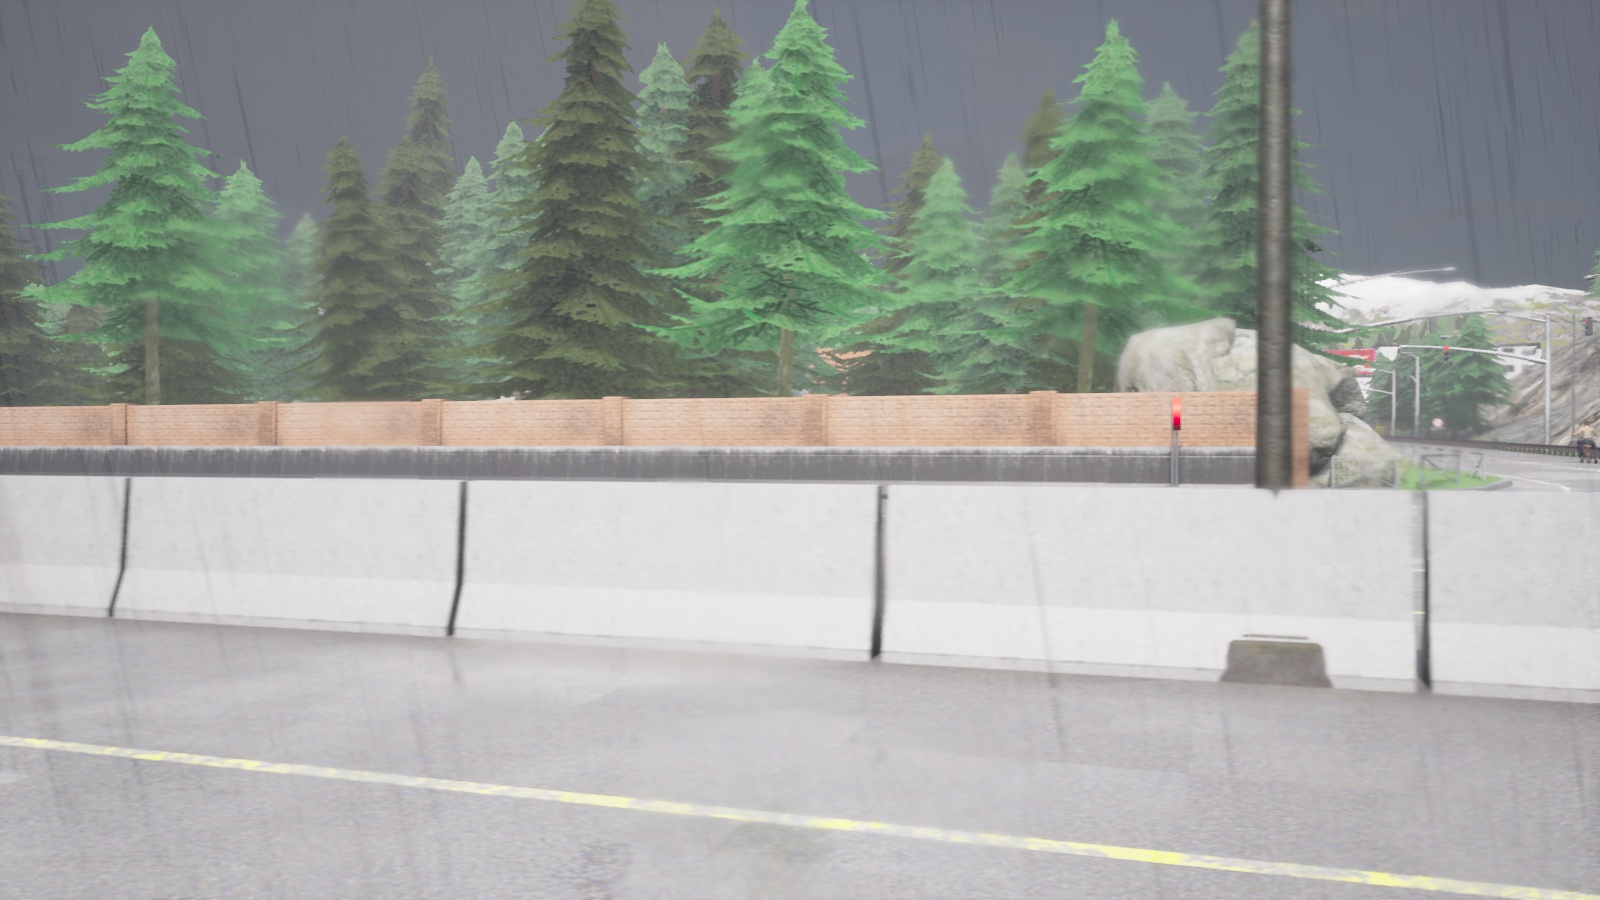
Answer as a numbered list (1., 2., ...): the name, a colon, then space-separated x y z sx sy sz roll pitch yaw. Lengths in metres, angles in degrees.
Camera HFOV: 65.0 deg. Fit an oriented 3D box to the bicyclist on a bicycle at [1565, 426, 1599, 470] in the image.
1. bicyclist on a bicycle: 29.560 -0.081 47.406 0.866 1.612 1.509 1 1 19
